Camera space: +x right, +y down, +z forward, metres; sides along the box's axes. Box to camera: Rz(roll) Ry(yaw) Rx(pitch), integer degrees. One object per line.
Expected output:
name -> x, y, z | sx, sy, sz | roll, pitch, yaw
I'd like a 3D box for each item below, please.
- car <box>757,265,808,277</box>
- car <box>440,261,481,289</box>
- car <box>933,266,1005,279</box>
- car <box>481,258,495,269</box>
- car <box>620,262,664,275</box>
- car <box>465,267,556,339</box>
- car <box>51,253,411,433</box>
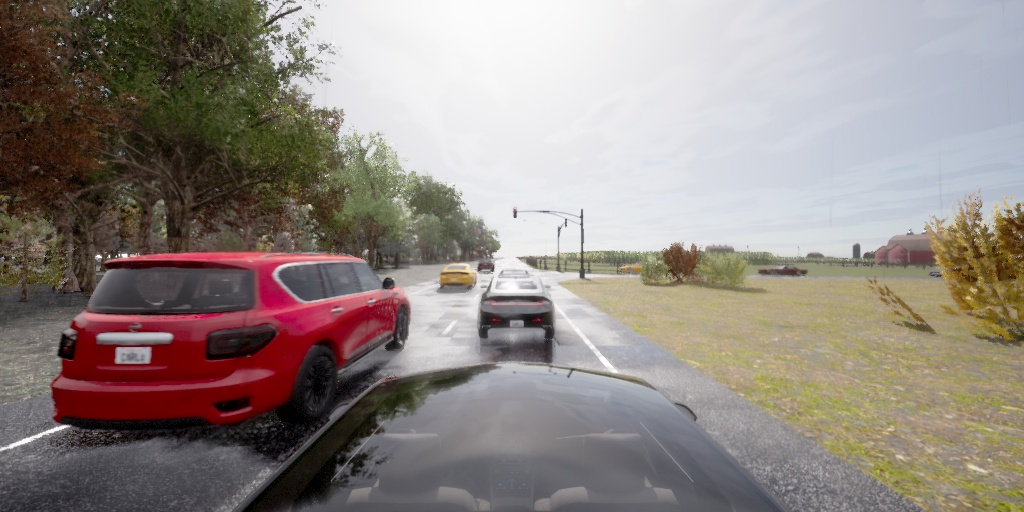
car -> 31.293, 1.745, 41.590 | 4.718, 1.301, 1.895 | 1, -1, 0
car -> -3.380, 1.230, 23.295 | 1.882, 1.535, 5.008 | 0, 0, 0
car -> 48.625, 1.821, 37.888 | 5.357, 1.411, 2.033 | 1, -1, 1
car -> -3.354, 1.103, 47.989 | 2.097, 1.767, 4.553 | 0, 0, 0
car -> 15.169, 1.448, 41.806 | 5.008, 1.535, 1.882 | 1, -1, 2
car -> 0.110, 1.243, 10.113 | 2.128, 1.511, 4.902 | 0, 0, 0
car -> -3.394, 0.974, 5.894 | 2.150, 2.045, 5.566 | 0, 0, 0
